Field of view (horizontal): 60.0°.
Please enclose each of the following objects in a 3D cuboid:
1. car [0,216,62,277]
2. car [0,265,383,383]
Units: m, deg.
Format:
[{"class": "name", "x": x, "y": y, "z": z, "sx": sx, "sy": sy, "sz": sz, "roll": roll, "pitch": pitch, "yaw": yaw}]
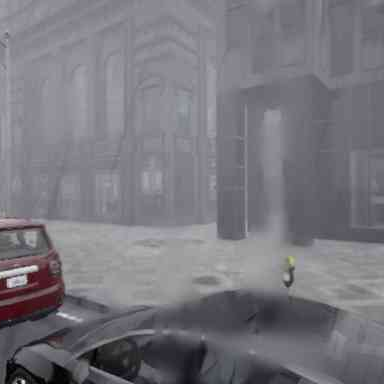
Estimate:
[{"class": "car", "x": -4.411, "y": 1.366, "z": 6.102, "sx": 5.009, "sy": 1.841, "sz": 2.192, "roll": -1, "pitch": 0, "yaw": 35}, {"class": "car", "x": 0.181, "y": 1.576, "z": 2.830, "sx": 4.313, "sy": 1.339, "sz": 1.947, "roll": -1, "pitch": 0, "yaw": 35}]
